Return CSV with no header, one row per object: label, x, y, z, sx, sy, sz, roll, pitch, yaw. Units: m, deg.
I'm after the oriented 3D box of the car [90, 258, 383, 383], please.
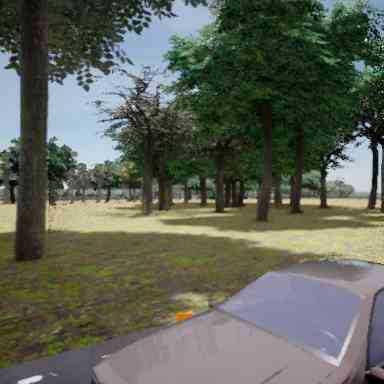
car,1.644,1.558,3.759,5.357,1.411,2.033,0,0,-36
